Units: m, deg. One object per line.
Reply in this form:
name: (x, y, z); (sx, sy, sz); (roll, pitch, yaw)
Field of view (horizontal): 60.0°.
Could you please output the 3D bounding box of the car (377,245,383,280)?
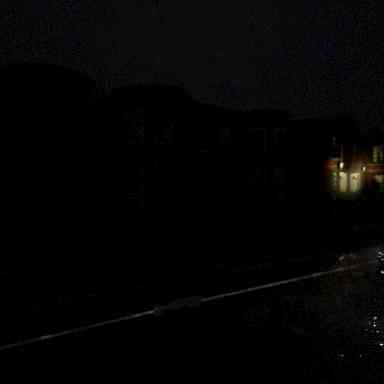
car: (6.699, 1.456, 8.421); (5.008, 1.535, 1.882); (0, 0, -33)
